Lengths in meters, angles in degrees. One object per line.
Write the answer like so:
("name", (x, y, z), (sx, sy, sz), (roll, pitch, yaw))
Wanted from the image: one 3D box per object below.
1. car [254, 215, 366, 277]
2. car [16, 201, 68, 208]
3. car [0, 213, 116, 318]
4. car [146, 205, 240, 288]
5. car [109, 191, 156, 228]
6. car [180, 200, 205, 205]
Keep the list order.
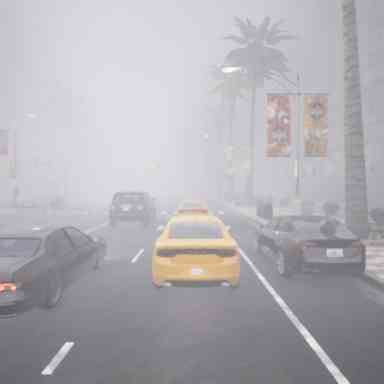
("car", (3.163, 1.379, 9.778), (2.161, 1.482, 4.786), (0, 1, -1))
("car", (-10.585, 0.826, 24.028), (2.033, 1.411, 5.357), (0, 1, 0))
("car", (-3.418, 1.443, 7.501), (2.033, 1.411, 5.357), (0, 1, 0))
("car", (0.075, 1.355, 8.942), (1.882, 1.535, 5.008), (0, 1, 0))
("car", (-3.468, 0.947, 20.111), (2.150, 2.045, 5.566), (0, 1, 0))
("car", (0.029, 1.200, 20.386), (1.882, 1.535, 5.008), (0, 1, 0))
